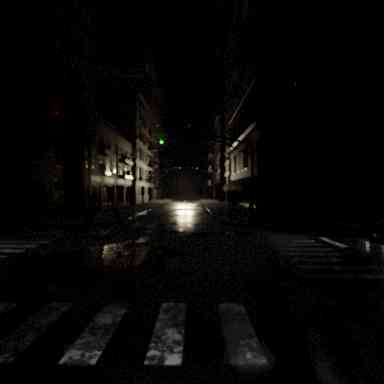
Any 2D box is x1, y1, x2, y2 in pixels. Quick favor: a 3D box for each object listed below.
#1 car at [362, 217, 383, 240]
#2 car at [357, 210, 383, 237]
[{"bbox_3d":[10.872,1.479,15.670,4.553,1.767,2.097,1,0,0],"label":"car"},{"bbox_3d":[11.635,1.704,18.243,4.206,1.307,1.802,1,0,0],"label":"car"}]
